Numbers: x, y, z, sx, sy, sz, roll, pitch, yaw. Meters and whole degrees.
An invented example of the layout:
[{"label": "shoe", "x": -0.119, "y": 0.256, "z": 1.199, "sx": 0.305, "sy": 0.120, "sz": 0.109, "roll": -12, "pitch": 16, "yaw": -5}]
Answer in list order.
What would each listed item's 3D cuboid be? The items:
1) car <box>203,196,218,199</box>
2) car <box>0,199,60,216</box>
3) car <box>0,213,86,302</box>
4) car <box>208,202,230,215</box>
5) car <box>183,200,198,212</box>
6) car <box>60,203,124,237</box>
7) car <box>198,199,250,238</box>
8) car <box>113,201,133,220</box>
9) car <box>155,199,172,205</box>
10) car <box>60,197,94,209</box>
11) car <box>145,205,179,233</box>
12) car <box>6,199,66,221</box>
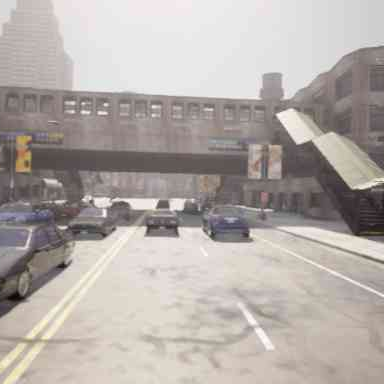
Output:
[{"label": "car", "x": 2.492, "y": 1.608, "z": 47.136, "sx": 2.435, "sy": 2.045, "sz": 5.566, "roll": 1, "pitch": 0, "yaw": -5}, {"label": "car", "x": -8.670, "y": 1.263, "z": 16.818, "sx": 2.097, "sy": 1.767, "sz": 4.553, "roll": 1, "pitch": 0, "yaw": -5}, {"label": "car", "x": -4.446, "y": 1.501, "z": 8.409, "sx": 2.033, "sy": 1.411, "sz": 5.357, "roll": 1, "pitch": 0, "yaw": -4}, {"label": "car", "x": 3.165, "y": 1.940, "z": 39.769, "sx": 1.895, "sy": 1.301, "sz": 4.718, "roll": 1, "pitch": 0, "yaw": -5}, {"label": "car", "x": -0.208, "y": 1.783, "z": 43.273, "sx": 2.128, "sy": 1.511, "sz": 4.902, "roll": 1, "pitch": 0, "yaw": -4}, {"label": "car", "x": -5.296, "y": 1.549, "z": 18.447, "sx": 2.033, "sy": 1.411, "sz": 5.357, "roll": 1, "pitch": 0, "yaw": -4}, {"label": "car", "x": 1.816, "y": 1.525, "z": 19.147, "sx": 2.097, "sy": 1.767, "sz": 4.553, "roll": 1, "pitch": 0, "yaw": -5}, {"label": "car", "x": -6.172, "y": 1.556, "z": 28.759, "sx": 1.837, "sy": 1.490, "sz": 4.892, "roll": 1, "pitch": 0, "yaw": -4}, {"label": "car", "x": -3.789, "y": 1.718, "z": 44.261, "sx": 1.837, "sy": 1.490, "sz": 4.892, "roll": 1, "pitch": 0, "yaw": -4}, {"label": "car", "x": -9.528, "y": 1.436, "z": 26.832, "sx": 1.882, "sy": 1.535, "sz": 5.008, "roll": 1, "pitch": 0, "yaw": -4}, {"label": "car", "x": -1.818, "y": 1.698, "z": 20.502, "sx": 1.895, "sy": 1.301, "sz": 4.718, "roll": 1, "pitch": 0, "yaw": -5}, {"label": "car", "x": -12.529, "y": 1.371, "z": 27.145, "sx": 2.231, "sy": 1.521, "sz": 4.892, "roll": 1, "pitch": 0, "yaw": 5}]
